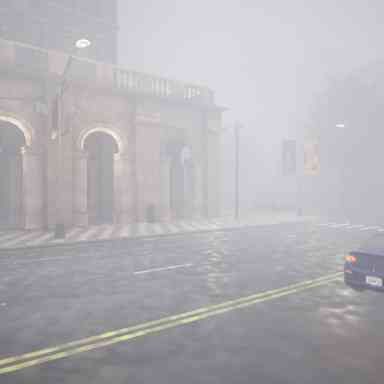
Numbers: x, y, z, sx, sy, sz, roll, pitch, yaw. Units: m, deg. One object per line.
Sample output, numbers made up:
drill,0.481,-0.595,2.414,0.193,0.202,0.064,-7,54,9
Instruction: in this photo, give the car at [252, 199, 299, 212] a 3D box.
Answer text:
car,9.673,1.546,39.935,2.033,1.411,5.357,0,0,-35

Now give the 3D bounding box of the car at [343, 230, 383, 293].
car,5.326,1.525,7.663,4.674,1.442,1.812,0,0,-36

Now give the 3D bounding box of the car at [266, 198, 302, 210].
car,11.802,1.562,43.027,1.994,1.385,4.181,0,0,-36
